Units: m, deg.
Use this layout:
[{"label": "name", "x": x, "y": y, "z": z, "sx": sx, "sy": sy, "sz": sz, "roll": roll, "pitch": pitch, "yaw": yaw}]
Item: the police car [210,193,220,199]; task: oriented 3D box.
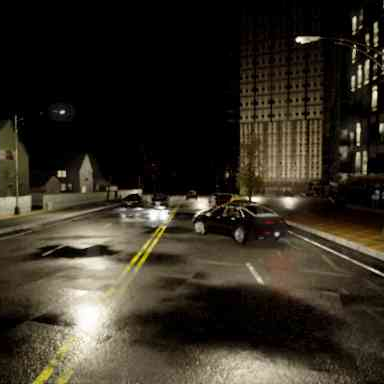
[{"label": "police car", "x": 3.236, "y": 0.882, "z": 34.517, "sx": 1.930, "sy": 1.638, "sz": 5.238, "roll": 0, "pitch": 1, "yaw": 0}]

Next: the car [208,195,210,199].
[{"label": "car", "x": 3.232, "y": 0.818, "z": 45.412, "sx": 1.812, "sy": 1.442, "sz": 4.674, "roll": 0, "pitch": 1, "yaw": 0}]

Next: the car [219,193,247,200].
[{"label": "car", "x": 3.241, "y": 1.080, "z": 23.595, "sx": 1.801, "sy": 1.575, "sz": 5.366, "roll": 0, "pitch": 1, "yaw": 0}]

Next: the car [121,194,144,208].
[{"label": "car", "x": -6.605, "y": 0.941, "z": 37.225, "sx": 1.812, "sy": 1.442, "sz": 4.674, "roll": 0, "pitch": 1, "yaw": 0}]

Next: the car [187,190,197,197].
[{"label": "car", "x": -0.028, "y": 0.335, "z": 72.731, "sx": 2.033, "sy": 1.411, "sz": 5.357, "roll": 0, "pitch": 1, "yaw": 0}]

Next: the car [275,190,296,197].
[{"label": "car", "x": 22.981, "y": 0.418, "z": 81.773, "sx": 5.009, "sy": 1.841, "sz": 2.192, "roll": 1, "pitch": 3, "yaw": 20}]

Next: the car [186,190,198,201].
[{"label": "car", "x": -0.010, "y": 0.632, "z": 55.787, "sx": 2.128, "sy": 1.511, "sz": 4.902, "roll": 0, "pitch": 1, "yaw": 0}]

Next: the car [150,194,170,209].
[{"label": "car", "x": -3.360, "y": 0.936, "z": 35.333, "sx": 2.128, "sy": 1.511, "sz": 4.902, "roll": 0, "pitch": 1, "yaw": 0}]

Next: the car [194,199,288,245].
[{"label": "car", "x": 1.875, "y": 1.272, "z": 14.338, "sx": 1.837, "sy": 1.490, "sz": 4.892, "roll": 0, "pitch": 1, "yaw": -31}]

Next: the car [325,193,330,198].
[{"label": "car", "x": 33.629, "y": 0.793, "z": 77.890, "sx": 4.507, "sy": 1.381, "sz": 1.887, "roll": 1, "pitch": 3, "yaw": 20}]

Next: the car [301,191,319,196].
[{"label": "car", "x": 31.013, "y": 0.415, "z": 87.231, "sx": 4.403, "sy": 1.369, "sz": 2.008, "roll": 1, "pitch": 3, "yaw": 20}]
